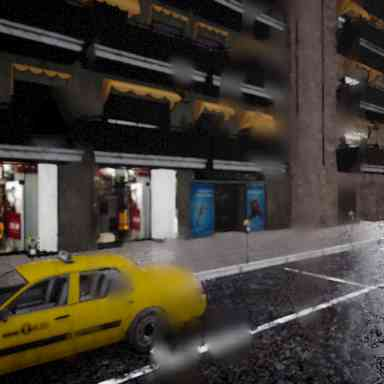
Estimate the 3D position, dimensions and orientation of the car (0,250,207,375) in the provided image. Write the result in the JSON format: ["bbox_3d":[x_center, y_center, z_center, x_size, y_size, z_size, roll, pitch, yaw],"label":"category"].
[{"bbox_3d":[-2.034,1.554,4.643,4.829,1.417,1.752,-1,1,-36],"label":"car"}]
